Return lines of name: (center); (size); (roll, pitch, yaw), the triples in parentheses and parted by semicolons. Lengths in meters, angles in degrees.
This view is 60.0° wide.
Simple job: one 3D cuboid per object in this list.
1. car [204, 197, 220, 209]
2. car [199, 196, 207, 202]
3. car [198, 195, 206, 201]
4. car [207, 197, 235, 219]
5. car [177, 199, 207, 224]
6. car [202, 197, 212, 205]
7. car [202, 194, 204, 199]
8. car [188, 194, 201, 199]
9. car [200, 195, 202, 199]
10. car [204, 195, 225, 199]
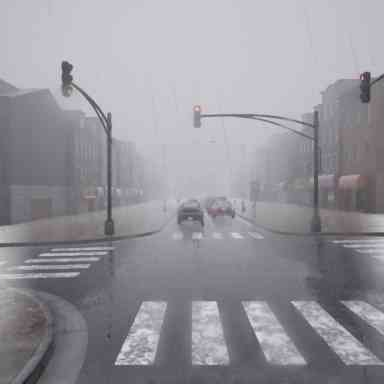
car: (2.718, 1.509, 45.918); (1.967, 1.590, 4.097); (-1, 0, 0)
car: (2.793, 1.792, 83.734); (1.802, 1.307, 4.206); (-1, 0, 0)
car: (2.812, 1.702, 94.540); (1.967, 1.590, 4.097); (-1, 0, 0)
car: (2.687, 1.470, 29.711); (1.967, 1.590, 4.097); (-1, 0, 0)
car: (-0.035, 1.525, 24.792); (1.837, 1.490, 4.892); (-1, 0, 2)
car: (2.751, 1.648, 62.295); (1.752, 1.417, 4.829); (-1, 0, 0)
car: (2.706, 1.370, 40.516); (2.192, 1.841, 5.009); (-1, 0, 0)
car: (0.107, 1.602, 54.826); (1.837, 1.490, 4.892); (0, 0, 0)
car: (2.728, 1.525, 51.320); (1.967, 1.590, 4.097); (-1, 0, 0)
car: (2.696, 1.356, 35.113); (2.192, 1.841, 5.009); (-1, 0, 0)
